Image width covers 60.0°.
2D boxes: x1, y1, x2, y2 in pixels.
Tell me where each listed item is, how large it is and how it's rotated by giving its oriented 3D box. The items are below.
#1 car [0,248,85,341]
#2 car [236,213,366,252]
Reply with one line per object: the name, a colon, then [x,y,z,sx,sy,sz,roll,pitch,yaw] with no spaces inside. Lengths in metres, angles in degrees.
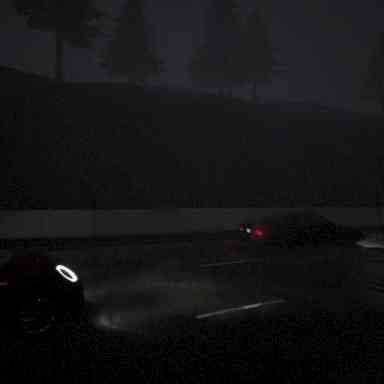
car: [-3.987,1.287,4.885,4.553,1.767,2.097,1,0,-36]
car: [4.529,1.571,13.770,5.357,1.411,2.033,1,0,-21]
